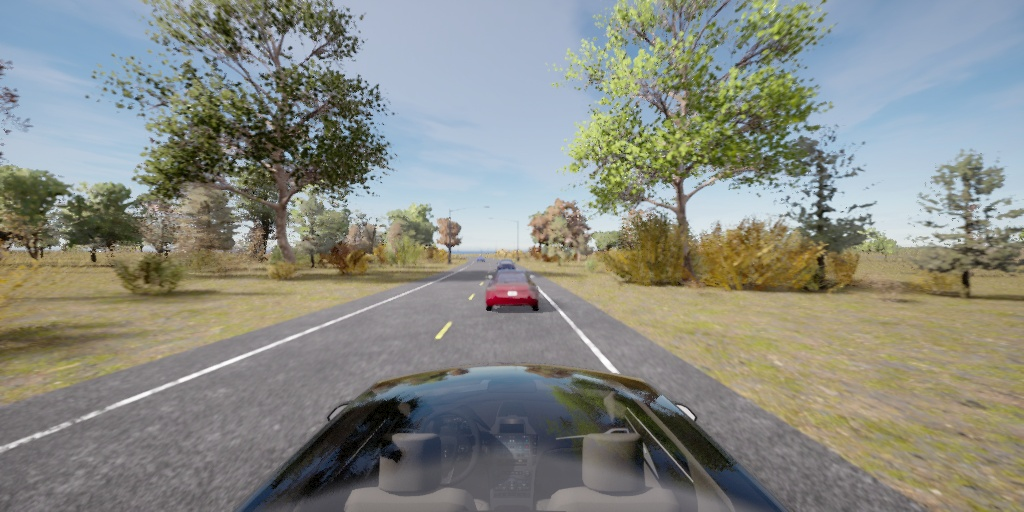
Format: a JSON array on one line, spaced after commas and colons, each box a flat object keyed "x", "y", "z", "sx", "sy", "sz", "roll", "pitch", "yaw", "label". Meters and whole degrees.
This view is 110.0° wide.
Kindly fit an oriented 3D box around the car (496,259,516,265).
[{"x": -0.580, "y": 1.062, "z": 36.121, "sx": 1.812, "sy": 1.442, "sz": 4.674, "roll": 0, "pitch": 1, "yaw": -2, "label": "car"}]

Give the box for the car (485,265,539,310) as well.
[{"x": -0.015, "y": 1.239, "z": 14.334, "sx": 1.994, "sy": 1.385, "sz": 4.181, "roll": 0, "pitch": 0, "yaw": -1, "label": "car"}]
